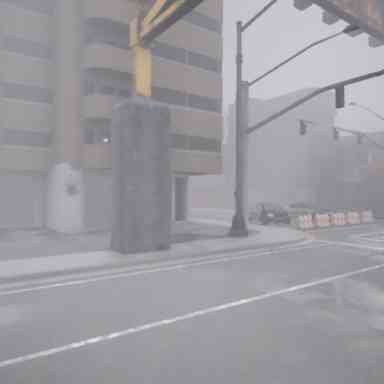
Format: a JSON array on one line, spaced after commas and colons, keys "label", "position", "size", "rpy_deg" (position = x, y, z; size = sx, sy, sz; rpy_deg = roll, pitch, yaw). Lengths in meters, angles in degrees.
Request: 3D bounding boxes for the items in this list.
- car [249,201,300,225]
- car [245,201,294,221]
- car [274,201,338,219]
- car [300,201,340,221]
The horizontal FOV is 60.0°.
[{"label": "car", "position": [5.616, 1.522, 24.599], "size": [2.038, 1.542, 4.974], "rpy_deg": [0, 0, -11]}, {"label": "car", "position": [5.607, 1.365, 24.651], "size": [1.853, 1.218, 4.536], "rpy_deg": [0, 0, -11]}, {"label": "car", "position": [9.146, 1.380, 26.783], "size": [4.536, 1.218, 1.853], "rpy_deg": [0, 0, 34]}, {"label": "car", "position": [9.188, 1.537, 26.754], "size": [4.974, 1.542, 2.038], "rpy_deg": [0, 0, 34]}]
